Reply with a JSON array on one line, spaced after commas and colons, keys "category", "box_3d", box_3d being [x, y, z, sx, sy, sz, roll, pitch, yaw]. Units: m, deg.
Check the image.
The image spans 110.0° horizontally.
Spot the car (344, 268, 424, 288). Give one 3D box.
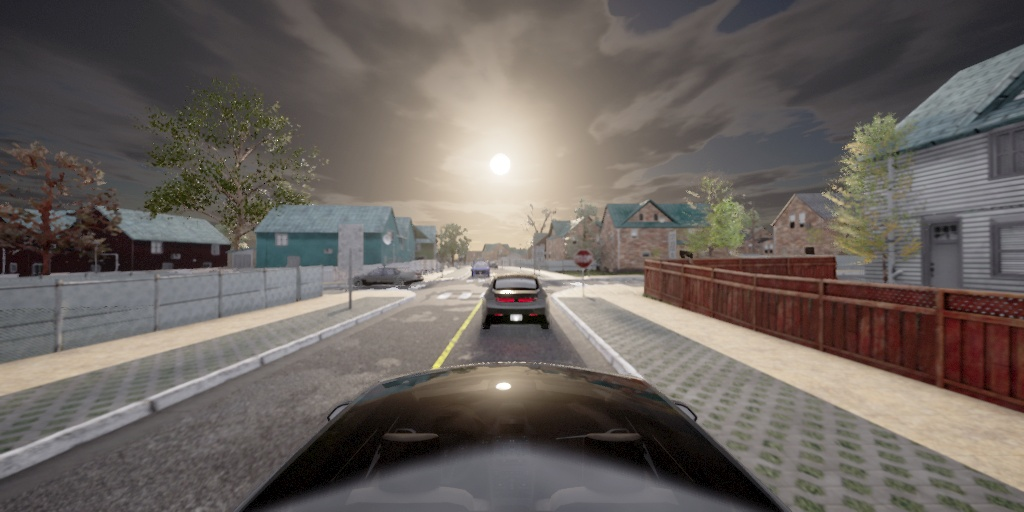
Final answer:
[{"category": "car", "box_3d": [-9.284, 1.558, 26.205, 5.357, 1.411, 2.033, -2, -1, 1]}]

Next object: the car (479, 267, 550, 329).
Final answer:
[{"category": "car", "box_3d": [0.105, 1.279, 11.347, 1.837, 1.490, 4.892, 0, 0, 0]}]

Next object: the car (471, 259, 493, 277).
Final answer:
[{"category": "car", "box_3d": [-3.289, 1.394, 38.196, 1.882, 1.535, 5.008, 0, 0, -3]}]
